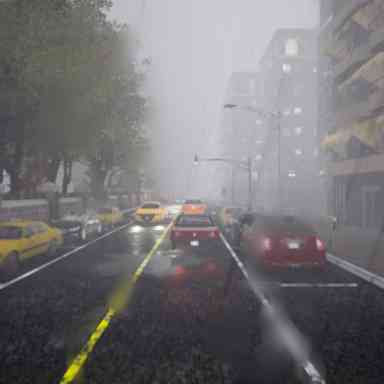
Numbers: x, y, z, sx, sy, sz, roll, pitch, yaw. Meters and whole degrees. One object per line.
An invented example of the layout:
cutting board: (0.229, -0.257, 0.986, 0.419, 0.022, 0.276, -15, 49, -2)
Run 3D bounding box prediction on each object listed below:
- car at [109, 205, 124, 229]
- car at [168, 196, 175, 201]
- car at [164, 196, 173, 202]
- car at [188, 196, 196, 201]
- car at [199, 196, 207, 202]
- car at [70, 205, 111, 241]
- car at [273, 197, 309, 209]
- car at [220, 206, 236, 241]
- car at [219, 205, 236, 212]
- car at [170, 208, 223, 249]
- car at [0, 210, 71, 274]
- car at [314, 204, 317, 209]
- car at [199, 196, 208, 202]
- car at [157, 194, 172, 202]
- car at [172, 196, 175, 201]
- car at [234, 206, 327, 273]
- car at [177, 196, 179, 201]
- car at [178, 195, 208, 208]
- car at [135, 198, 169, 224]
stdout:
car: (-5.688, 1.534, 21.817, 1.752, 1.417, 4.829, 0, 0, 0)
car: (-5.675, 1.677, 93.229, 1.802, 1.307, 4.206, 0, 0, 0)
car: (-5.678, 1.622, 82.160, 1.887, 1.381, 4.507, 0, 0, 0)
car: (0.017, 1.657, 88.816, 1.895, 1.301, 4.718, 0, 0, 0)
car: (2.703, 1.628, 82.159, 2.008, 1.369, 4.403, 0, 0, 0)
car: (-5.688, 1.556, 16.357, 2.008, 1.369, 4.403, 0, 0, 0)
car: (14.625, 1.622, 48.977, 5.009, 1.841, 2.192, 1, -1, 0)
car: (2.693, 1.572, 16.356, 1.947, 1.339, 4.313, 0, 0, 0)
car: (2.693, 1.535, 22.157, 1.752, 1.417, 4.829, 0, 0, 0)
car: (0.104, 1.605, 14.546, 1.895, 1.301, 4.718, 0, 0, 0)
car: (-5.689, 1.528, 10.556, 1.752, 1.417, 4.829, 0, 0, 0)
car: (20.315, 1.955, 48.991, 4.507, 1.381, 1.887, 1, -1, 0)
car: (2.702, 1.614, 76.623, 1.887, 1.381, 4.507, 0, 0, 0)
car: (-5.681, 1.367, 65.554, 2.192, 1.841, 5.009, 0, 0, 0)
car: (-5.679, 1.509, 76.624, 1.967, 1.590, 4.097, 0, 0, 0)
car: (2.691, 1.443, 10.725, 1.967, 1.590, 4.097, 0, 0, 0)
car: (-2.982, 1.681, 90.014, 1.895, 1.301, 4.718, 0, 0, 0)
car: (0.165, 1.368, 30.532, 2.097, 1.767, 4.553, 0, 0, 2)
car: (-3.060, 1.489, 25.261, 1.882, 1.535, 5.008, 0, 0, 0)
